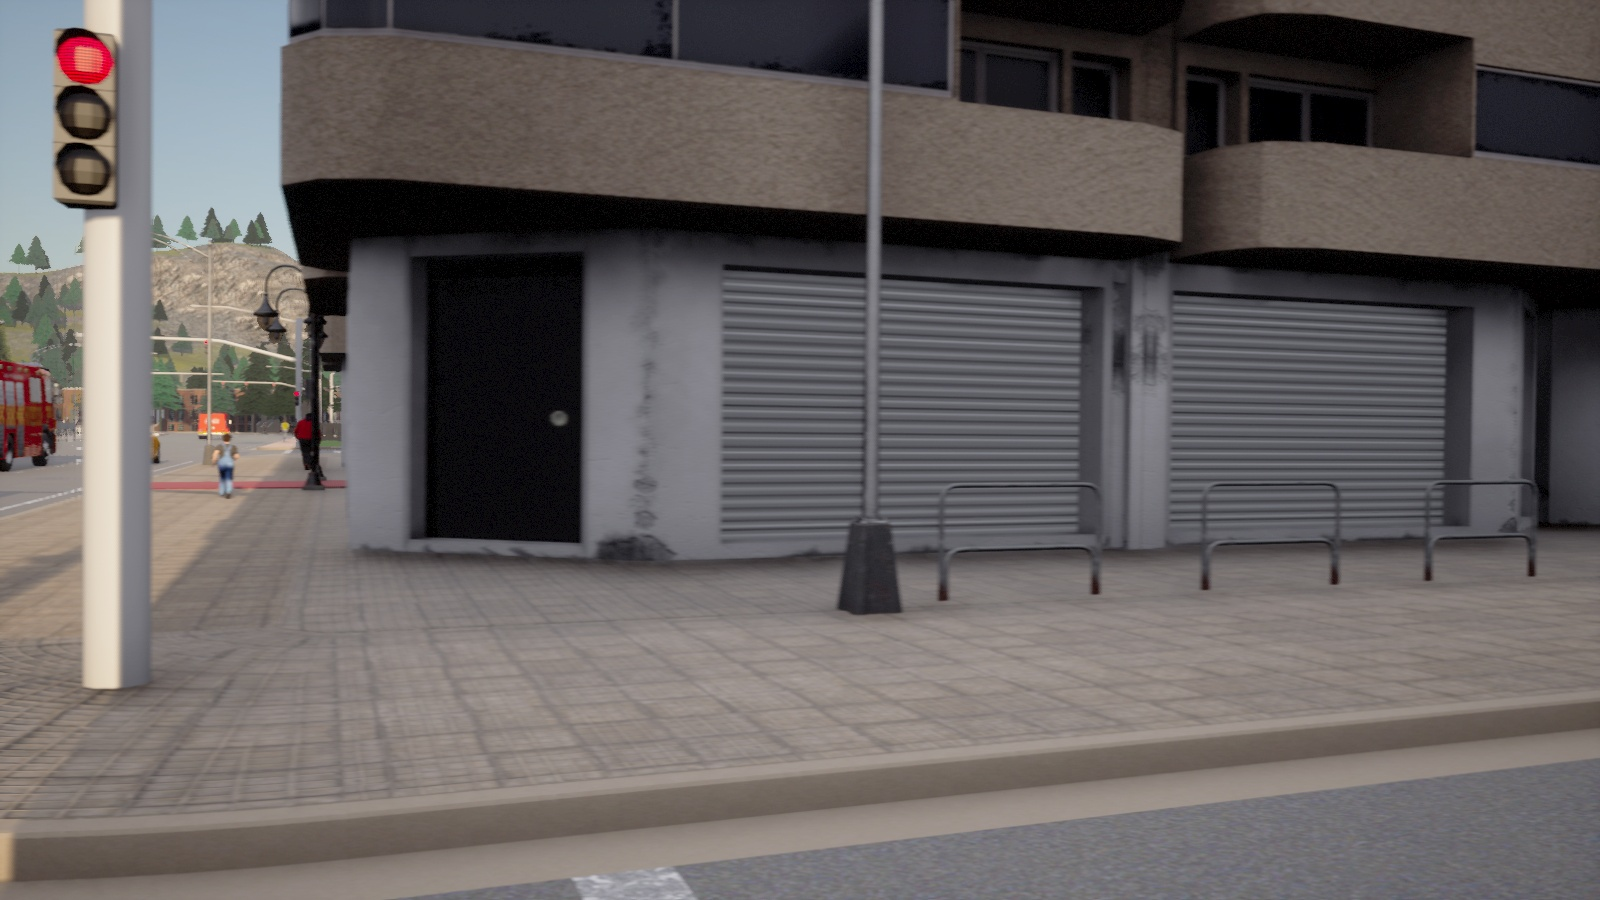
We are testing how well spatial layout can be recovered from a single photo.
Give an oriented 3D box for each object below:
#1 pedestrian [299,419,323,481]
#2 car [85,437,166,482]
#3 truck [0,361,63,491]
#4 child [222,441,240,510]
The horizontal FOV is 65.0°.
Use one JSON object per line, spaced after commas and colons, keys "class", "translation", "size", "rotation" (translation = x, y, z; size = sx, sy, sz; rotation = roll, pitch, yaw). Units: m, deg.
{"class": "pedestrian", "translation": [-14.863, -0.004, 38.163], "size": [0.634, 1.844, 0.899], "rotation": [-1, 1, -20]}
{"class": "car", "translation": [-24.500, 0.296, 45.777], "size": [1.882, 1.535, 5.008], "rotation": [-1, 1, -20]}
{"class": "truck", "translation": [-26.269, -0.740, 40.402], "size": [2.891, 3.827, 8.468], "rotation": [-1, 1, -20]}
{"class": "child", "translation": [-10.589, 0.471, 23.387], "size": [0.270, 1.263, 0.437], "rotation": [-1, 1, -22]}
